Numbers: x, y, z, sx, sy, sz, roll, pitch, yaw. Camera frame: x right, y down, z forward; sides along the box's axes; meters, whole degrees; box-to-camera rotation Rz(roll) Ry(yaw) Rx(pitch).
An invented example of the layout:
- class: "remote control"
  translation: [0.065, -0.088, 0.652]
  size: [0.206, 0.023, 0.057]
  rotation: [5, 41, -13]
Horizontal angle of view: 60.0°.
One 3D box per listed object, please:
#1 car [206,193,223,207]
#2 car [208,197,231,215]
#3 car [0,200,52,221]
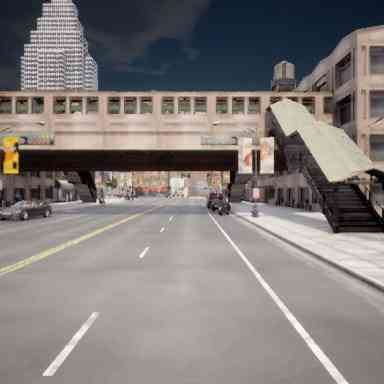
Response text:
- class: "car"
  translation: [3.180, 1.211, 45.981]
  size: [2.435, 2.045, 5.566]
  rotation: [0, 0, 0]
- class: "car"
  translation: [3.225, 1.576, 38.584]
  size: [1.895, 1.301, 4.718]
  rotation: [0, 0, 0]
- class: "car"
  translation: [-13.505, 1.461, 27.356]
  size: [2.231, 1.521, 4.892]
  rotation: [0, 0, 10]
